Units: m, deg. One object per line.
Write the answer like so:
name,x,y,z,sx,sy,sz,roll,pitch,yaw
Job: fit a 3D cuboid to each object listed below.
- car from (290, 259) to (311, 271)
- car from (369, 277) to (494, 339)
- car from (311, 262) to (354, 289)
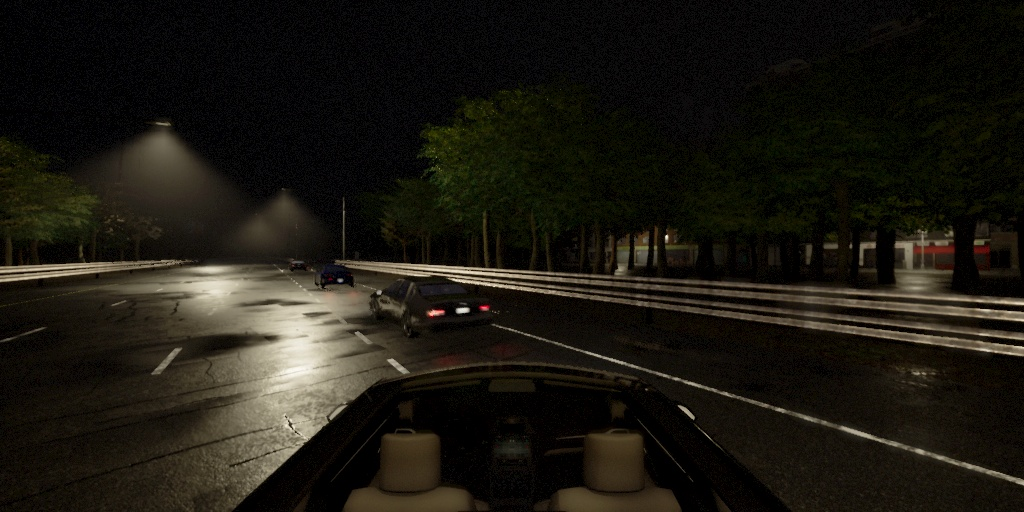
car,-28.676,1.295,48.069,2.033,1.411,5.357,0,0,-33
car,-2.561,1.298,10.273,2.033,1.411,5.357,0,0,-35
car,-11.535,1.287,23.206,1.812,1.442,4.674,0,0,-35
